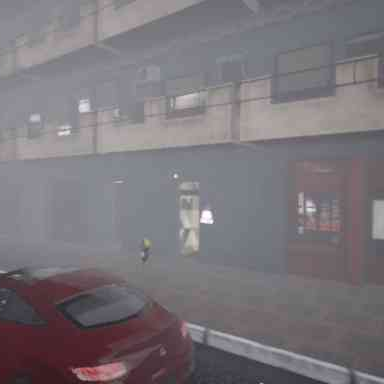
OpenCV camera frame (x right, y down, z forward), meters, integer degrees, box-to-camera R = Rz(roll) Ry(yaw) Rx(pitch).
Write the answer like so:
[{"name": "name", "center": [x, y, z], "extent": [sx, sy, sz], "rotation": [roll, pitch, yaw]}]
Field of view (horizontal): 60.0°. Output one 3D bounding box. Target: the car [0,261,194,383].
[{"name": "car", "center": [-1.924, 1.580, 4.238], "extent": [4.206, 1.307, 1.802], "rotation": [0, 1, 36]}]
